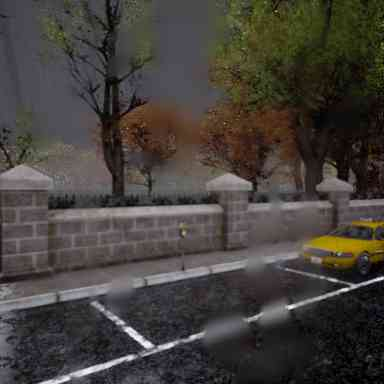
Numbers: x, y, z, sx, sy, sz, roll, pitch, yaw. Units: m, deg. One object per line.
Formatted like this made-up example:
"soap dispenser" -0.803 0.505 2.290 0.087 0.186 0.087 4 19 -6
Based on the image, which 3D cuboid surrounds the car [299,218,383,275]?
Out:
"car" 5.301 1.506 10.340 4.829 1.417 1.752 0 0 -35
